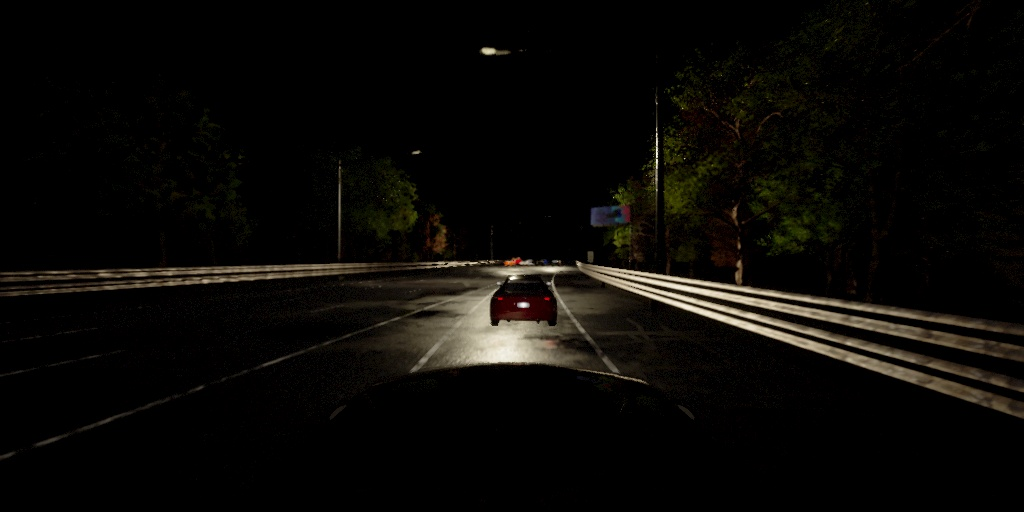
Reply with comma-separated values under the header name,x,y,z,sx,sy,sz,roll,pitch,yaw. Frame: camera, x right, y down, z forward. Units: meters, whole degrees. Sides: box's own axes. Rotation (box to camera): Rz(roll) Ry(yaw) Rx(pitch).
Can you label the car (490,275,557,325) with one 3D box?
name,x,y,z,sx,sy,sz,roll,pitch,yaw
car,0.390,1.325,11.872,1.994,1.385,4.181,0,0,2
